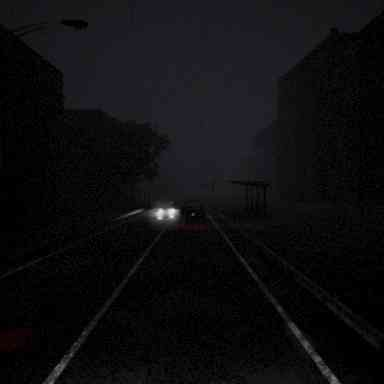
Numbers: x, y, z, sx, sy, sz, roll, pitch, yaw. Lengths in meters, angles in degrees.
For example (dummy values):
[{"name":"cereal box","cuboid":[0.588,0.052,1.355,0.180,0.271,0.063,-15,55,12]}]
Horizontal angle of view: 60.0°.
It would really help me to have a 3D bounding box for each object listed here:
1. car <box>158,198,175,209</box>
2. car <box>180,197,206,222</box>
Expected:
[{"name":"car","cuboid":[-3.206,1.404,42.822,1.895,1.301,4.718,0,1,1]},{"name":"car","cuboid":[0.077,1.396,25.376,1.882,1.535,5.008,0,0,0]}]
